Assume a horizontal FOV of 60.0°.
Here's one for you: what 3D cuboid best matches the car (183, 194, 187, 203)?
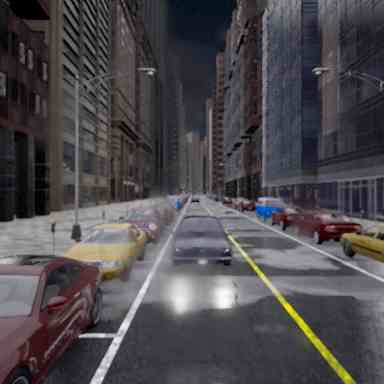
[{"bbox_3d":[-2.198,1.493,49.215,1.967,1.590,4.097,0,0,0],"label":"car"}]

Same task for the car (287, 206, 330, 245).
[{"bbox_3d":[6.183,1.568,15.576,1.887,1.381,4.507,0,0,0],"label":"car"}]

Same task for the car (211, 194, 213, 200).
[{"bbox_3d":[6.470,1.668,82.801,1.947,1.339,4.313,0,0,0],"label":"car"}]

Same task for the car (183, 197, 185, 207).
[{"bbox_3d":[-2.222,1.628,43.612,1.802,1.307,4.206,0,0,0],"label":"car"}]

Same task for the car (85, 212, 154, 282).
[{"bbox_3d":[-2.366,1.534,9.832,1.752,1.417,4.829,0,0,0],"label":"car"}]

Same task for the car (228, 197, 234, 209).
[{"bbox_3d":[6.304,1.494,43.586,1.967,1.590,4.097,0,0,0],"label":"car"}]

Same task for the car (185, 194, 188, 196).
[{"bbox_3d":[-2.150,1.505,60.418,1.967,1.590,4.097,0,0,0],"label":"car"}]

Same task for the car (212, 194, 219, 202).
[{"bbox_3d":[6.447,1.660,77.199,1.947,1.339,4.313,0,0,0],"label":"car"}]

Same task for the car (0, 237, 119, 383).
[{"bbox_3d":[-2.390,1.585,4.400,1.802,1.307,4.206,0,0,0],"label":"car"}]

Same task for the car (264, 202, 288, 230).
[{"bbox_3d":[6.207,1.574,21.178,1.887,1.381,4.507,0,0,0],"label":"car"}]

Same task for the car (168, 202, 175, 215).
[{"bbox_3d":[-2.318,1.566,21.205,1.887,1.381,4.507,0,0,0],"label":"car"}]

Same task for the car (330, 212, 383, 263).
[{"bbox_3d":[6.160,1.542,10.144,1.752,1.417,4.829,0,0,0],"label":"car"}]

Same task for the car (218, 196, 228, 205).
[{"bbox_3d":[6.375,1.618,60.392,1.887,1.381,4.507,0,0,0],"label":"car"}]

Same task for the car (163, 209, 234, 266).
[{"bbox_3d":[0.303,1.560,11.903,2.033,1.411,5.357,0,0,0],"label":"car"}]

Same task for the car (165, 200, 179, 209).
[{"bbox_3d":[-2.294,1.572,26.808,1.887,1.381,4.507,0,0,0],"label":"car"}]

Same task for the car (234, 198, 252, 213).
[{"bbox_3d":[6.279,1.593,37.985,1.887,1.381,4.507,0,0,0],"label":"car"}]

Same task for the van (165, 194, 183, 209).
[{"bbox_3d":[-2.245,1.381,38.012,1.690,1.788,3.998,0,0,0],"label":"van"}]

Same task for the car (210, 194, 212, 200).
[{"bbox_3d":[6.494,1.661,88.402,2.008,1.369,4.403,0,0,0],"label":"car"}]

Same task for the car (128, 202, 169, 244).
[{"bbox_3d":[-2.341,1.455,15.604,1.967,1.590,4.097,0,0,0],"label":"car"}]

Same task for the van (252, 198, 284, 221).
[{"bbox_3d":[6.232,1.376,26.780,1.690,1.788,3.998,0,0,0],"label":"van"}]

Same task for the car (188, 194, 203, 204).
[{"bbox_3d":[0.638,1.623,66.813,2.033,1.411,5.357,0,0,0],"label":"car"}]

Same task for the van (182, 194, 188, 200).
[{"bbox_3d":[-2.006,1.452,94.028,1.690,1.788,3.998,0,0,0],"label":"van"}]
